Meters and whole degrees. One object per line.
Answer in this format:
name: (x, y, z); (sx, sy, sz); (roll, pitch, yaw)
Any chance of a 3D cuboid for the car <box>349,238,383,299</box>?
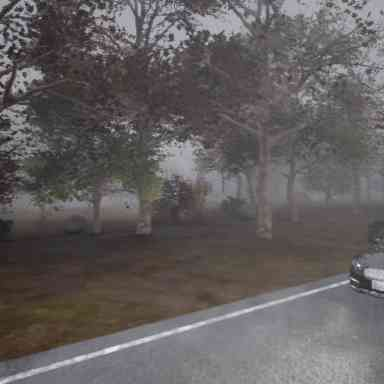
car: (5.548, 1.499, 7.653); (4.902, 1.511, 2.128); (0, 0, -36)
